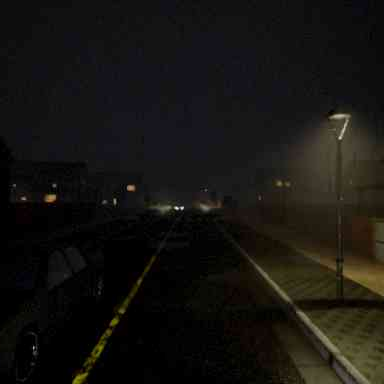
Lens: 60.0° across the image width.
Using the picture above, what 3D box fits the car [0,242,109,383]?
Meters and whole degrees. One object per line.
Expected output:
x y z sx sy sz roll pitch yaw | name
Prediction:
-2.851 1.618 5.628 2.033 1.411 5.357 0 -1 0 | car

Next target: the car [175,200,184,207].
-2.769 2.609 74.846 2.128 1.511 4.902 0 -1 0 | car
